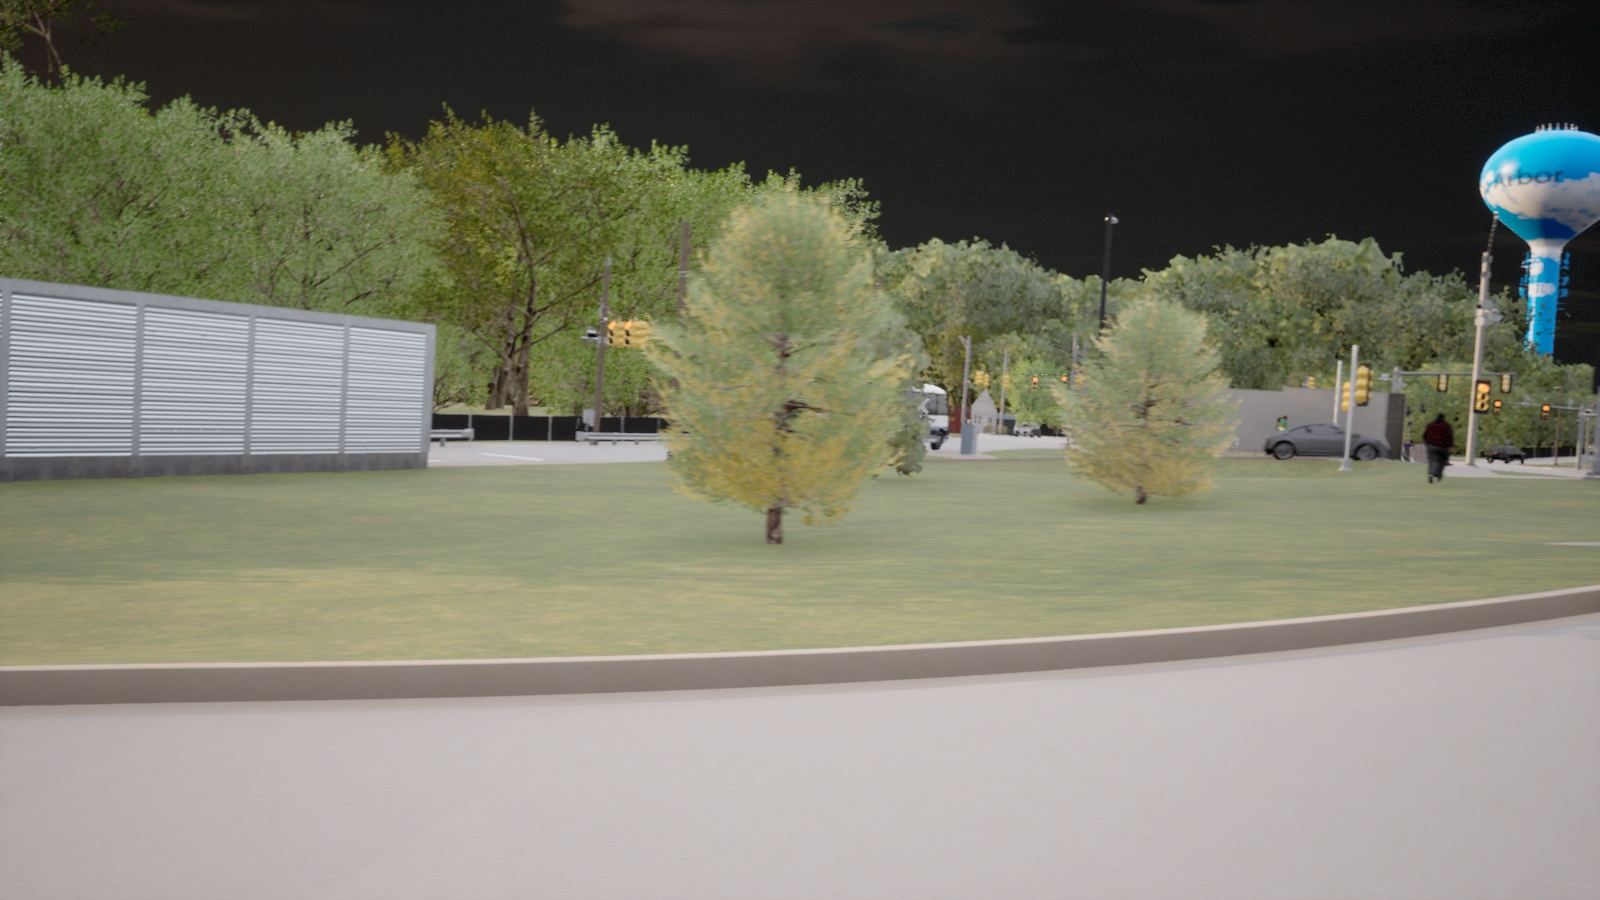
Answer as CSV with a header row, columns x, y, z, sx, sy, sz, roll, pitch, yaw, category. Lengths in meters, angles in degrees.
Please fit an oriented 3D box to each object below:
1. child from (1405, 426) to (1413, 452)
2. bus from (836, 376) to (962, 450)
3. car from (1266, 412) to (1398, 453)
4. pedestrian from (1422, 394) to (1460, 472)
x,y,z,sx,sy,sz,roll,pitch,yaw,category
29.582,-0.540,61.014,0.270,1.263,0.437,4,1,24,child
6.469,-2.328,79.684,3.944,4.253,10.273,4,3,28,bus
18.810,-0.613,44.621,4.181,1.385,1.994,1,0,19,car
15.601,-0.400,30.556,0.634,1.844,0.899,4,1,34,pedestrian
